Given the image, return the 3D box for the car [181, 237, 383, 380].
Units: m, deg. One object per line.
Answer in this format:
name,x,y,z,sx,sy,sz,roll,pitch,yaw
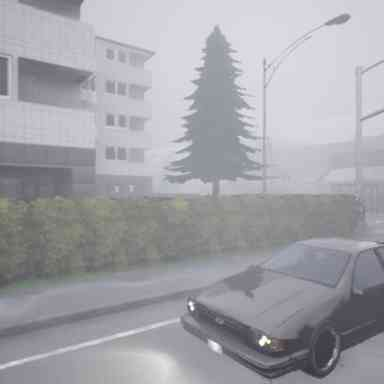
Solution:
car,2.465,1.544,5.693,5.357,1.411,2.033,0,0,-35
